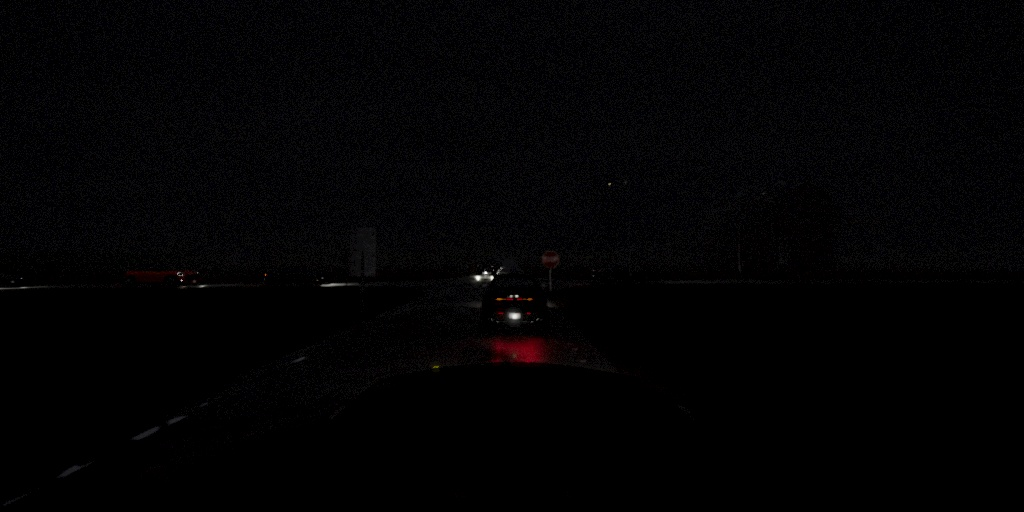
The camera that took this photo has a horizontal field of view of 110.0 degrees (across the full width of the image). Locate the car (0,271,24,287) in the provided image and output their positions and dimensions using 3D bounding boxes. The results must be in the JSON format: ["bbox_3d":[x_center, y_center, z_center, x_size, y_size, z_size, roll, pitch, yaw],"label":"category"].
[{"bbox_3d":[-40.189,1.684,27.194,4.674,1.442,1.812,0,-1,0],"label":"car"}]

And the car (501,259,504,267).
[{"bbox_3d":[-2.985,1.625,62.863,2.033,1.411,5.357,0,0,1],"label":"car"}]

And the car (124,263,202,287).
[{"bbox_3d":[-26.422,1.381,27.305,4.553,1.767,2.097,-1,-1,0],"label":"car"}]

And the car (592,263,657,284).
[{"bbox_3d":[8.617,1.311,27.562,4.902,1.511,2.128,0,-2,-8],"label":"car"}]

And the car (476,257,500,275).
[{"bbox_3d":[-3.005,1.190,43.365,2.150,2.045,5.566,0,0,1],"label":"car"}]

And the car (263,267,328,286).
[{"bbox_3d":[-16.458,1.513,27.380,4.181,1.385,1.994,0,-1,-1],"label":"car"}]

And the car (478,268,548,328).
[{"bbox_3d":[0.069,1.304,11.624,1.837,1.490,4.892,0,0,0],"label":"car"}]

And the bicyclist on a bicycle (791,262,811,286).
[{"bbox_3d":[19.875,1.204,24.671,0.582,1.620,1.656,0,0,0],"label":"bicyclist on a bicycle"}]
